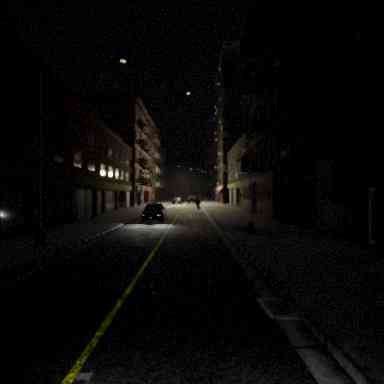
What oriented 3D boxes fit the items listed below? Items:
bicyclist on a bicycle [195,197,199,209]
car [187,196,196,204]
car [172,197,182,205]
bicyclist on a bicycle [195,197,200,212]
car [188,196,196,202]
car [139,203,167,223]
[{"bbox_3d":[0.819,1.661,51.861,0.659,1.776,1.843,0,0,0],"label":"bicyclist on a bicycle"},{"bbox_3d":[-0.009,1.854,74.362,1.812,1.442,4.674,0,0,0],"label":"car"},{"bbox_3d":[-3.012,1.871,67.726,2.128,1.511,4.902,0,0,0],"label":"car"},{"bbox_3d":[0.821,1.710,42.682,0.582,1.620,1.656,0,-1,0],"label":"bicyclist on a bicycle"},{"bbox_3d":[-0.010,1.733,84.411,1.882,1.535,5.008,0,0,0],"label":"car"},{"bbox_3d":[-3.101,1.696,27.315,1.837,1.490,4.892,0,0,0],"label":"car"}]
